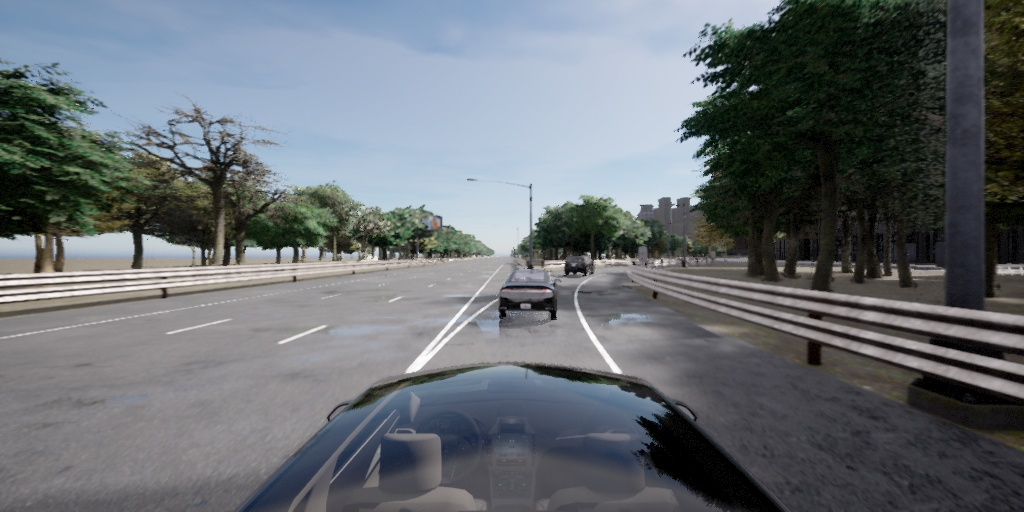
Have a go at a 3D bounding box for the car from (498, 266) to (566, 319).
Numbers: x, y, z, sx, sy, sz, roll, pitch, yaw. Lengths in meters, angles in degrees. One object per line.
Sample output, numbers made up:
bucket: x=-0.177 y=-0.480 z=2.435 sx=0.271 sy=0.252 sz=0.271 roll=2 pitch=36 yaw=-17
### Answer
car: x=0.702 y=1.231 z=12.763 sx=2.128 sy=1.511 sz=4.902 roll=0 pitch=0 yaw=7

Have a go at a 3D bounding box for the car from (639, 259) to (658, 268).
car: x=23.219 y=1.176 z=60.852 sx=1.837 sy=1.490 sz=4.892 roll=-1 pitch=0 yaw=42

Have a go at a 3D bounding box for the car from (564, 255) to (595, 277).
car: x=6.781 y=0.961 z=35.679 sx=2.150 sy=2.045 sz=5.566 roll=0 pitch=0 yaw=23
